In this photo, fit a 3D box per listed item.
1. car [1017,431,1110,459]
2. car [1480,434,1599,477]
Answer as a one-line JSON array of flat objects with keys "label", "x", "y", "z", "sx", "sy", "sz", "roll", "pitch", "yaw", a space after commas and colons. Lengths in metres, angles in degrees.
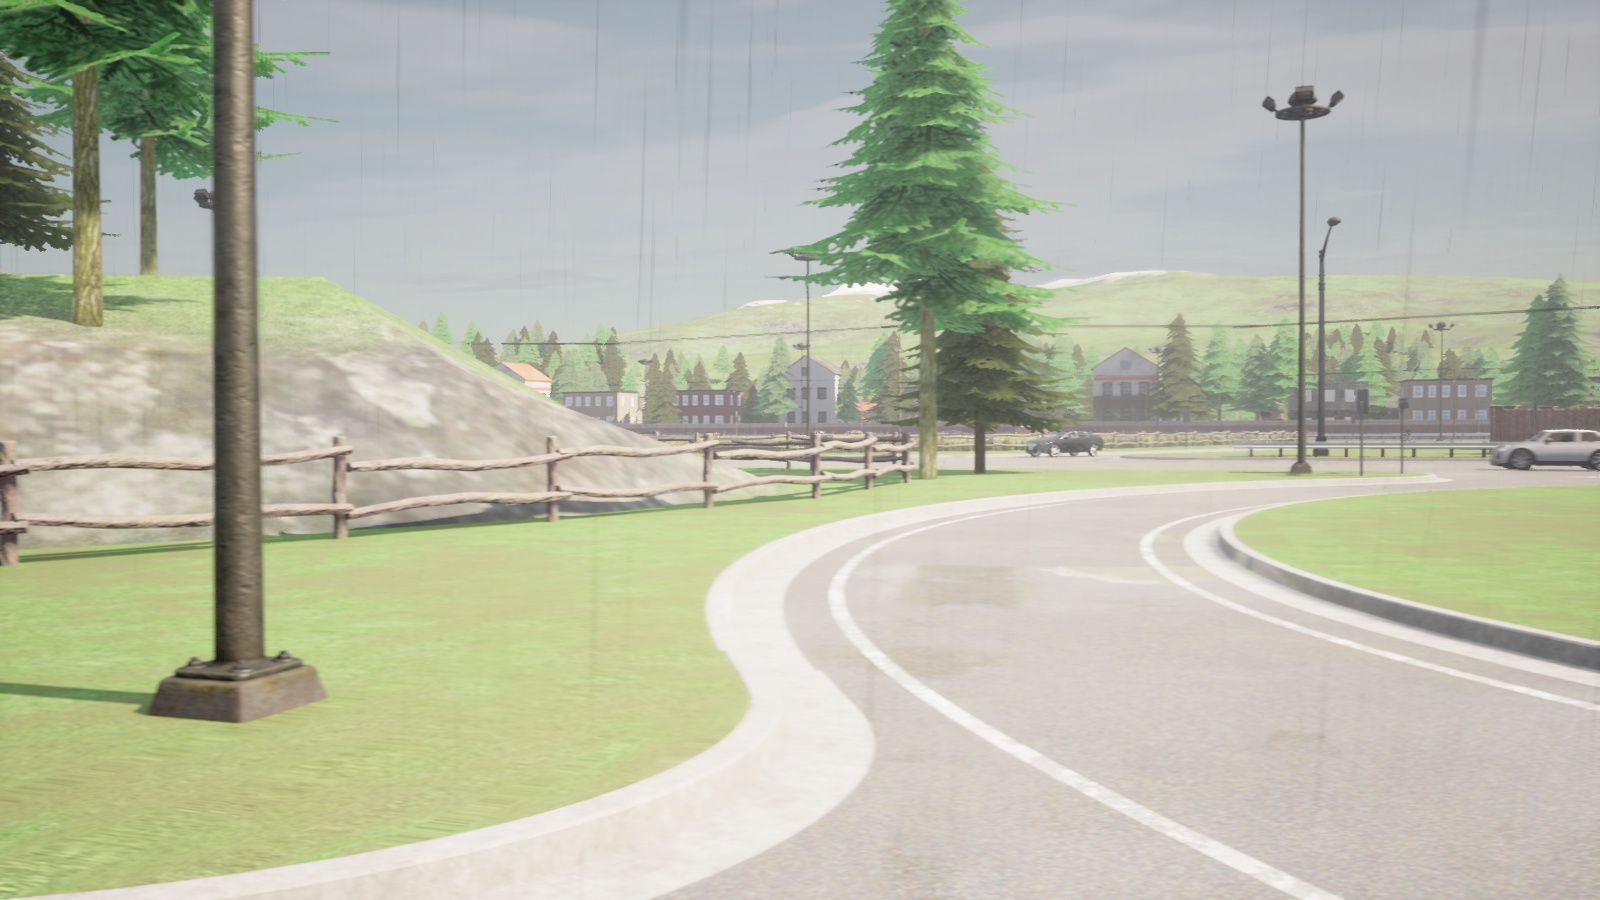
[{"label": "car", "x": 14.826, "y": -0.292, "z": 70.624, "sx": 4.902, "sy": 1.511, "sz": 2.128, "roll": 0, "pitch": 1, "yaw": -30}, {"label": "car", "x": 26.945, "y": 0.165, "z": 45.466, "sx": 3.806, "sy": 1.475, "sz": 1.970, "roll": 1, "pitch": 1, "yaw": 18}]
